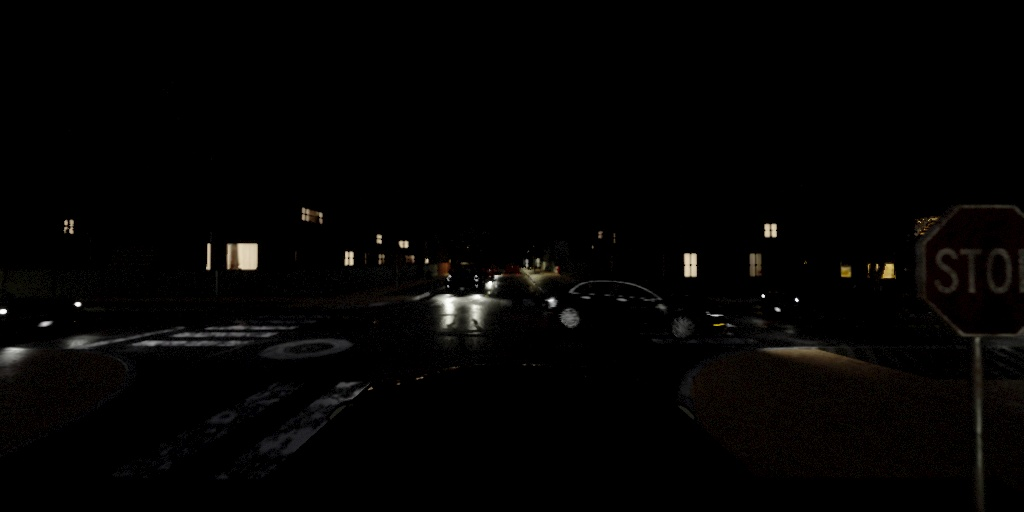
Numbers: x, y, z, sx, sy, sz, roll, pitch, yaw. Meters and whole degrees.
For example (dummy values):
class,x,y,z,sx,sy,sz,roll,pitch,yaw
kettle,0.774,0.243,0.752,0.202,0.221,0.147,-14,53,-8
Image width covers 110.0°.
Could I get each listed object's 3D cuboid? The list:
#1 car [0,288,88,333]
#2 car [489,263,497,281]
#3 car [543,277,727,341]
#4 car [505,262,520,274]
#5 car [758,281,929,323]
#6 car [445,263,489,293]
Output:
class,x,y,z,sx,sy,sz,roll,pitch,yaw
car,-13.628,1.337,8.704,4.718,1.301,1.895,0,-1,-3
car,-2.834,1.442,34.932,2.097,1.767,4.553,0,-1,0
car,3.280,1.353,10.219,4.892,1.490,1.837,-1,0,30
car,0.071,1.694,54.030,2.097,1.767,4.553,0,-1,1
car,11.271,1.528,12.363,4.718,1.301,1.895,0,-1,-3
car,-2.842,1.307,22.634,2.097,1.767,4.553,0,-1,0
